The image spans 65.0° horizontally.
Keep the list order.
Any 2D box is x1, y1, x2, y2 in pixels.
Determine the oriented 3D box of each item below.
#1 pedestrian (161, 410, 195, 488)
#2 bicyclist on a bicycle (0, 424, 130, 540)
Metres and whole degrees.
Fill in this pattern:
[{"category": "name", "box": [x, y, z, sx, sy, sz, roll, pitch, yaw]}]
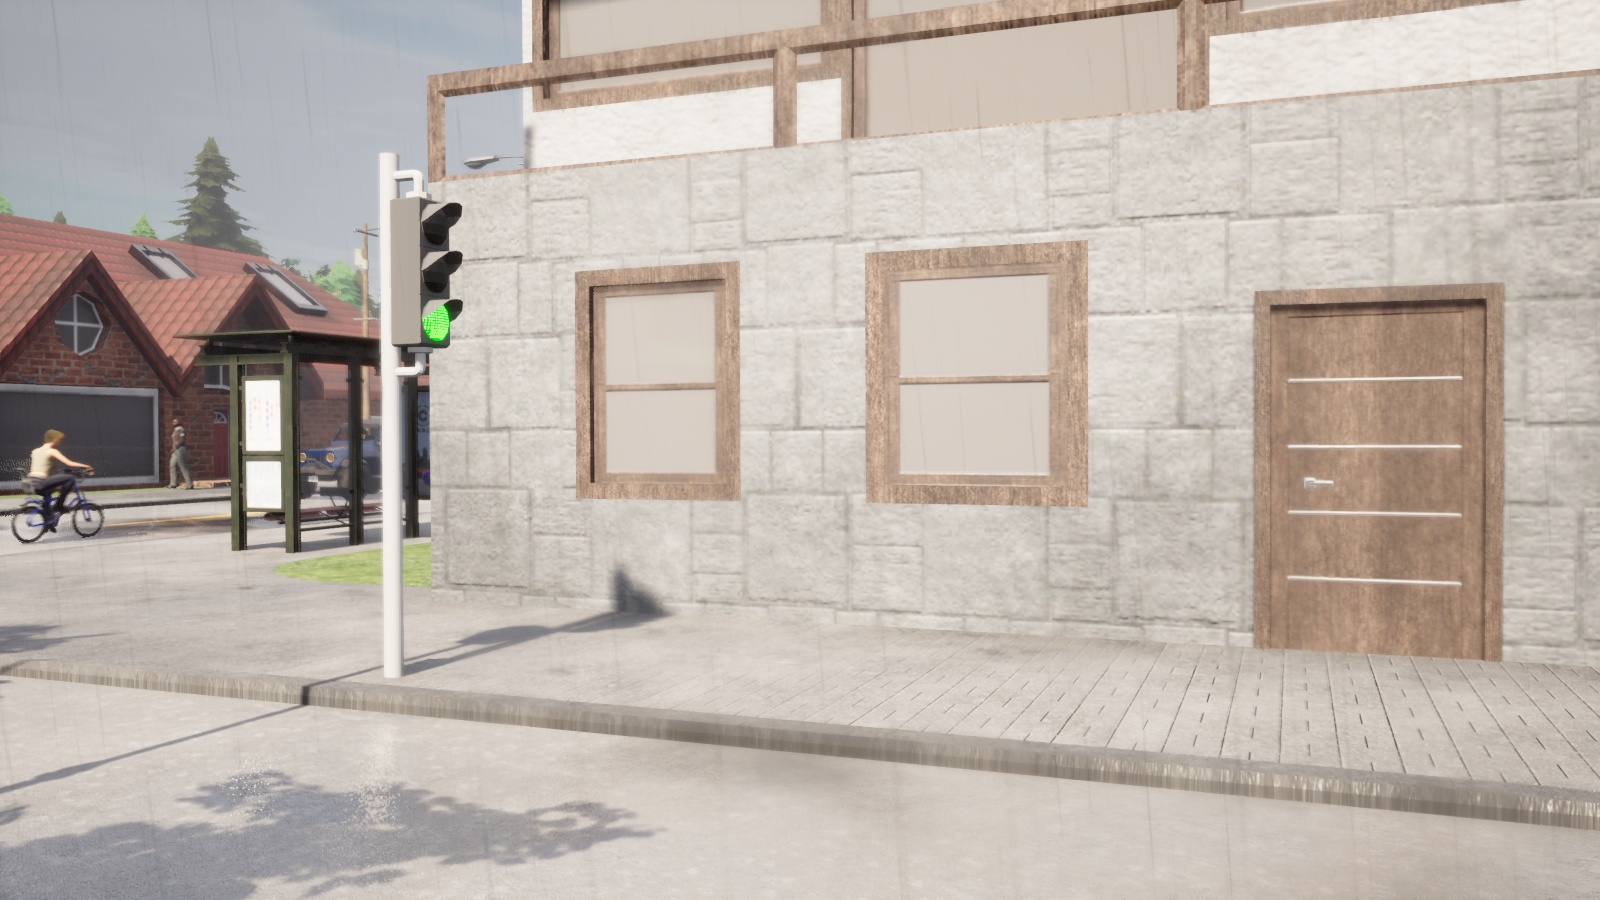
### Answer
[{"category": "pedestrian", "box": [-15.643, -0.029, 31.603, 0.402, 1.930, 0.666, 1, 1, 44]}, {"category": "bicyclist on a bicycle", "box": [-10.707, 0.431, 18.255, 0.866, 1.612, 1.509, 0, 1, 19]}]
